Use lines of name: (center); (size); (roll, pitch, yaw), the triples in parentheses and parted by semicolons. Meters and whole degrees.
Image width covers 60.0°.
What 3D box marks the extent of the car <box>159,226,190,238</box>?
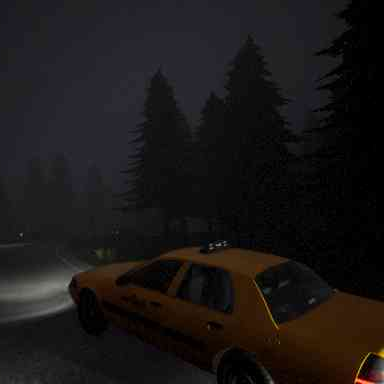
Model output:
car: (-2.314, 5.544, 46.281); (1.882, 1.535, 5.008); (-5, -8, 30)

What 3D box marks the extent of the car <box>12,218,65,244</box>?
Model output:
car: (-12.732, 3.230, 28.194); (2.150, 2.045, 5.566); (-4, -7, 6)

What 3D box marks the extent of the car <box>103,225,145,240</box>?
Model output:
car: (-7.438, 4.510, 36.976); (2.033, 1.411, 5.357); (-4, -8, 20)

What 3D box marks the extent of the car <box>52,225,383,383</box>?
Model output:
car: (0.121, 1.441, 4.753); (5.366, 1.575, 1.801); (0, 1, 43)
